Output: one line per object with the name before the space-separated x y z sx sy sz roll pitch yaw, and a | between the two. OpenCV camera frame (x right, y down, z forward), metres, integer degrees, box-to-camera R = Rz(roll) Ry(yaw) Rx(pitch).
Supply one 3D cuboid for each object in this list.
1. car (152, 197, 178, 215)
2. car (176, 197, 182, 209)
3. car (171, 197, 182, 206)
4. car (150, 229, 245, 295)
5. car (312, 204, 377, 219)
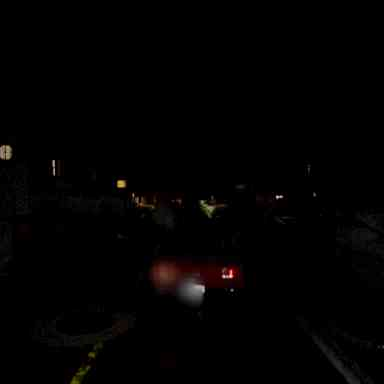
car | -2.884 1.601 34.921 1.812 1.442 4.674 0 0 2
car | -2.832 1.685 46.229 1.994 1.385 4.181 0 0 0
car | -2.803 1.674 61.279 1.882 1.535 5.008 0 0 0
car | 0.103 1.611 8.709 1.895 1.301 4.718 0 0 0
car | 11.799 1.518 24.509 5.357 1.411 2.033 0 3 2
